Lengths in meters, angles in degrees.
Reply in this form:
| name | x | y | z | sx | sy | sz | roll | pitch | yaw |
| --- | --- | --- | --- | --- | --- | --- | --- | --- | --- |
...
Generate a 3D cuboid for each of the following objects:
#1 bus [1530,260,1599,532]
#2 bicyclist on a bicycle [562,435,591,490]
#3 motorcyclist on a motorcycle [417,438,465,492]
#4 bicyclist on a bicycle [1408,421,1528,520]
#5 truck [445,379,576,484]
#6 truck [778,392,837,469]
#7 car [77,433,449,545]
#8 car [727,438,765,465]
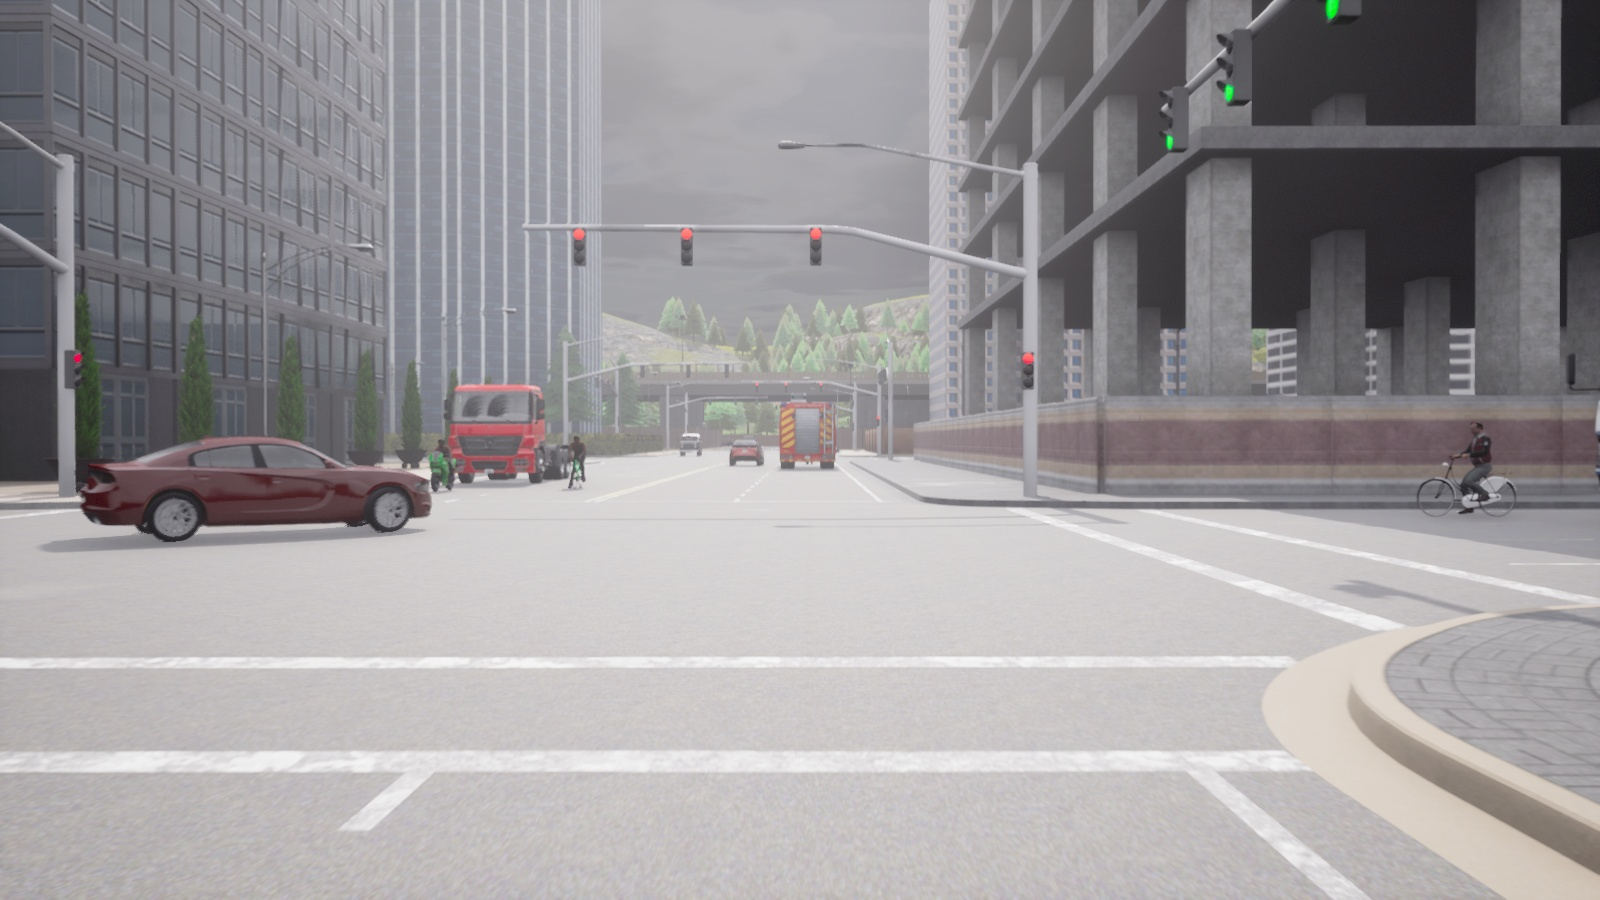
| name | x | y | z | sx | sy | sz | roll | pitch | yaw |
| --- | --- | --- | --- | --- | --- | --- | --- | --- | --- |
| bus | 17.665 | -0.843 | 19.544 | 10.273 | 4.253 | 3.944 | 0 | 1 | 0 |
| bicyclist on a bicycle | -6.769 | 0.360 | 38.131 | 0.582 | 1.620 | 1.656 | 0 | 1 | 0 |
| motorcyclist on a motorcycle | -10.281 | 0.404 | 36.047 | 0.797 | 1.523 | 2.044 | 0 | 1 | 0 |
| bicyclist on a bicycle | 12.258 | 0.369 | 23.066 | 1.843 | 1.776 | 0.659 | 0 | 1 | 0 |
| truck | -10.232 | -0.641 | 45.314 | 2.891 | 3.462 | 7.936 | 0 | 1 | 0 |
| truck | 0.392 | -1.001 | 66.574 | 2.891 | 3.827 | 8.468 | 0 | 1 | 0 |
| car | -8.206 | 0.517 | 19.449 | 5.008 | 1.535 | 1.882 | 0 | 1 | -36 |
| car | -3.077 | 0.058 | 72.220 | 2.007 | 1.525 | 4.514 | 0 | 1 | 0 |
